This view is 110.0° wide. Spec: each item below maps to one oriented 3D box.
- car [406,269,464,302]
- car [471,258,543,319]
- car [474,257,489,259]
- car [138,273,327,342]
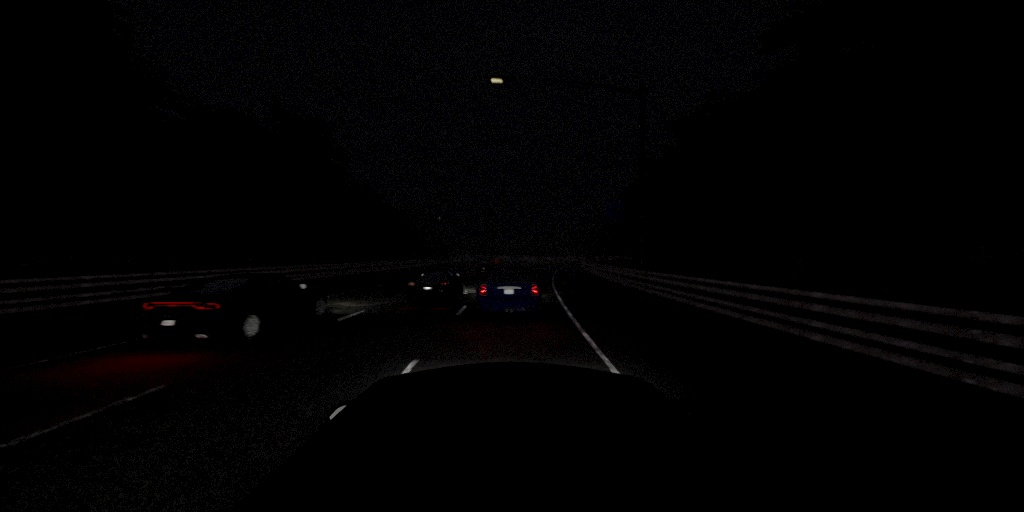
[{"bbox_3d":[-3.474,1.294,16.804,1.994,1.385,4.181,0,0,0],"label":"car"},{"bbox_3d":[-0.088,1.095,12.950,2.097,1.767,4.553,0,0,0],"label":"car"},{"bbox_3d":[-3.217,1.194,43.253,1.812,1.442,4.674,0,0,1],"label":"car"},{"bbox_3d":[-7.011,1.209,9.785,1.882,1.535,5.008,0,0,0],"label":"car"}]
